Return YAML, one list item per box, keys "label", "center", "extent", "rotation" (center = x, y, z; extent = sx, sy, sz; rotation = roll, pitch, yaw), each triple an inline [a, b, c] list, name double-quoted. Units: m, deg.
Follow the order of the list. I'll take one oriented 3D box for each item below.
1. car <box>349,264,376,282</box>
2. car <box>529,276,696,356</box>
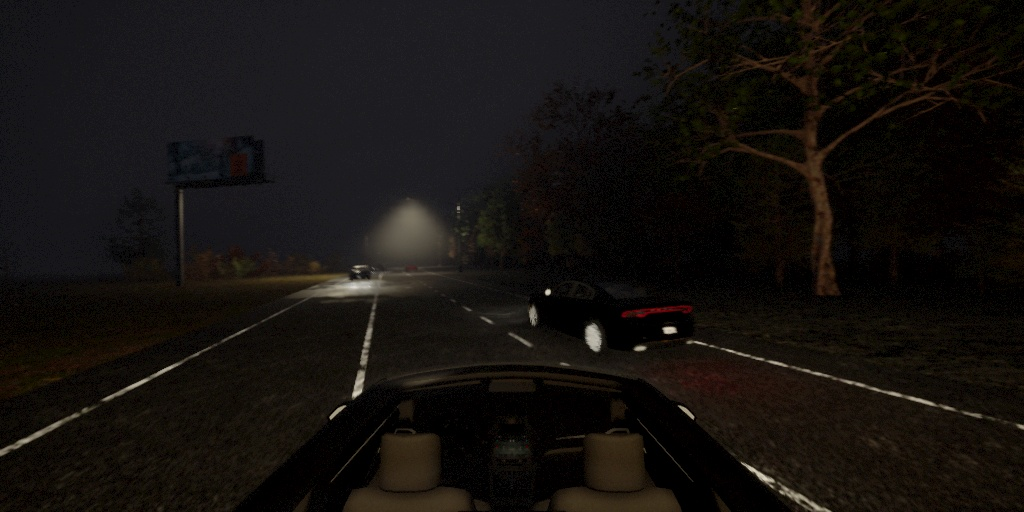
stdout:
- label: "car"
  center: [-15.188, 1.739, 36.054]
  extent: [2.128, 1.511, 4.902]
  rotation: [-1, 0, -20]
- label: "car"
  center: [2.022, 1.227, 8.831]
  extent: [1.882, 1.535, 5.008]
  rotation: [-1, 0, -20]
